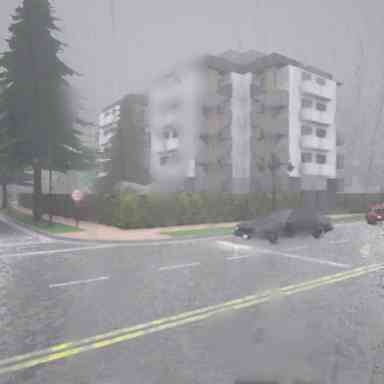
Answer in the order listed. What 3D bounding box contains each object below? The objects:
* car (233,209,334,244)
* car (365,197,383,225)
[{"bbox_3d":[4.535,1.541,15.902,5.357,1.411,2.033,0,0,-33],"label":"car"},{"bbox_3d":[14.071,1.208,22.604,5.566,2.045,2.150,0,0,-35],"label":"car"}]
